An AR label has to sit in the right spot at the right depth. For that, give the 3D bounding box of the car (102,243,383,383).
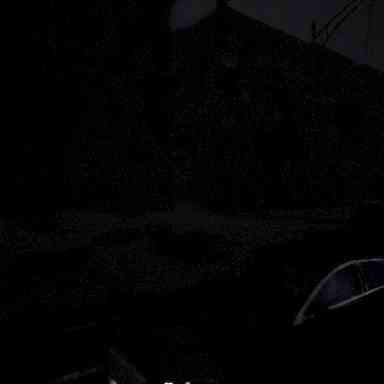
[{"bbox_3d":[1.347,1.497,4.320,4.902,1.511,2.128,0,0,-35],"label":"car"}]
